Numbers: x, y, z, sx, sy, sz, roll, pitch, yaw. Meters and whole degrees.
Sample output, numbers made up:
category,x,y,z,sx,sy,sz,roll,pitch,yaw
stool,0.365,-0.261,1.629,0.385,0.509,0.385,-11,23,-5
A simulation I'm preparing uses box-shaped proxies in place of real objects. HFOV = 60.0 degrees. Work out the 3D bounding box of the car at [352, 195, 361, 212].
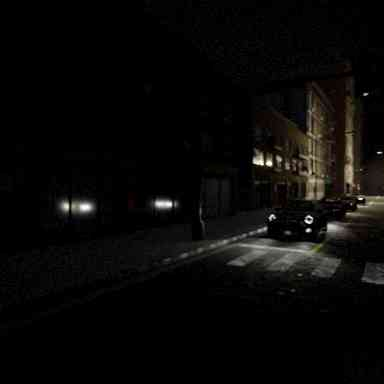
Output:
category,x,y,z,sx,sy,sz,roll,pitch,yaw
car,15.534,1.105,33.631,1.882,1.535,5.008,1,1,31

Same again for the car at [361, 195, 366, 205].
category,x,y,z,sx,sy,sz,roll,pitch,yaw
car,22.472,1.071,45.229,1.994,1.385,4.181,1,1,31

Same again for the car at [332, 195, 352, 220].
category,x,y,z,sx,sy,sz,roll,pitch,yaw
car,10.312,1.208,24.811,2.128,1.511,4.902,1,1,31

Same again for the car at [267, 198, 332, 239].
category,x,y,z,sx,sy,sz,roll,pitch,yaw
car,5.250,1.154,16.200,2.097,1.767,4.553,1,1,30
